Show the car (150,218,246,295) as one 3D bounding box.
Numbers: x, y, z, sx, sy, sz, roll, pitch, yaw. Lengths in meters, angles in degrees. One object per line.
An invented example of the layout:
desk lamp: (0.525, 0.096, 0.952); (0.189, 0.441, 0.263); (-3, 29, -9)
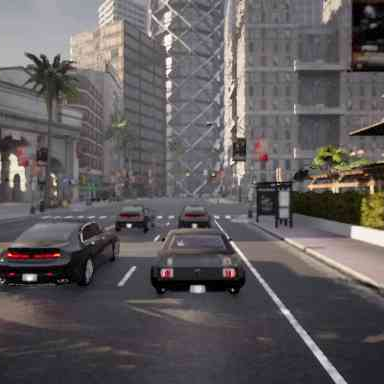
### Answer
car: (0.123, 1.606, 8.712); (1.895, 1.301, 4.718); (0, 0, 0)

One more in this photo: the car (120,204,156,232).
car: (-3.354, 1.517, 20.194); (1.837, 1.490, 4.892); (0, 0, 0)

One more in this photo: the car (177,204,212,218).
car: (0.146, 1.517, 20.335); (1.837, 1.490, 4.892); (0, 0, 0)

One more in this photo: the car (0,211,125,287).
car: (-3.370, 1.511, 9.332); (1.837, 1.490, 4.892); (0, 0, 0)
